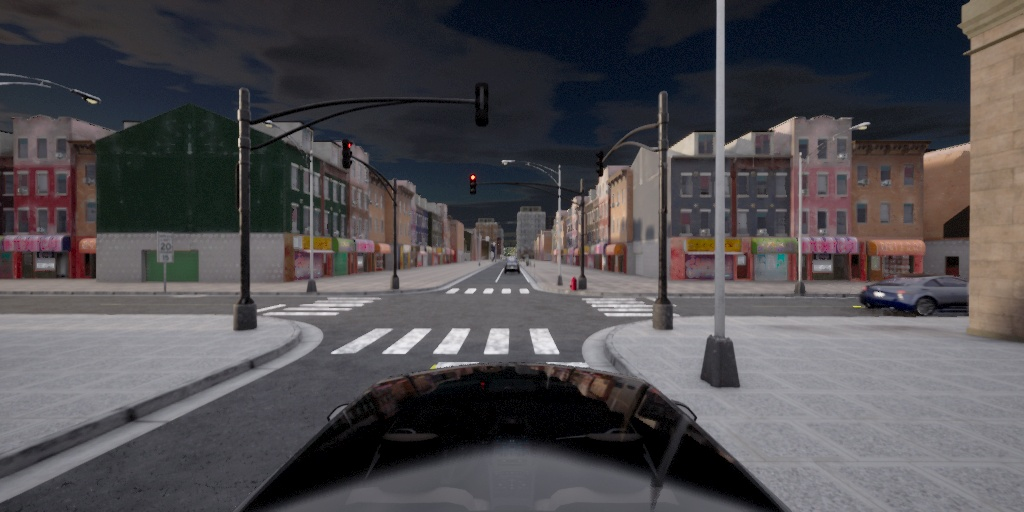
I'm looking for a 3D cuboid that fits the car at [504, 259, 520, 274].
[{"bbox_3d":[0.011,1.277,40.659,1.948,1.339,4.313,0,0,0],"label":"car"}]

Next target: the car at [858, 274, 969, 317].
[{"bbox_3d":[15.223,1.360,12.906,4.181,1.385,1.994,0,0,0],"label":"car"}]

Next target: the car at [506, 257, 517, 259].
[{"bbox_3d":[-0.006,1.232,46.434,1.751,1.417,4.829,0,0,0],"label":"car"}]

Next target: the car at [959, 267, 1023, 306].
[{"bbox_3d":[23.539,1.299,15.849,4.902,1.511,2.128,0,0,0],"label":"car"}]
